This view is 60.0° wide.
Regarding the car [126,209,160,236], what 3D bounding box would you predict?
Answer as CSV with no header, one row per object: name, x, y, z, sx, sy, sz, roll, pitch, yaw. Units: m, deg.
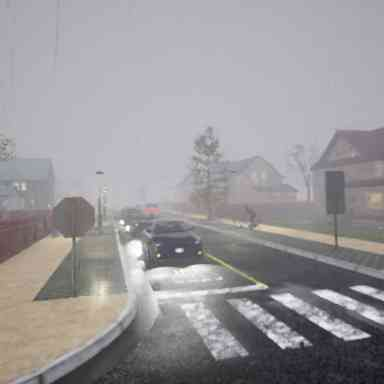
car,-3.143,2.091,22.238,1.895,1.301,4.718,-1,-1,-14

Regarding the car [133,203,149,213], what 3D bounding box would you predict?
car,-8.853,2.783,57.326,2.128,1.511,4.902,-1,-1,-14

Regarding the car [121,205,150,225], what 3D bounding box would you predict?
car,-5.425,2.278,31.438,1.994,1.385,4.181,-1,-1,-14

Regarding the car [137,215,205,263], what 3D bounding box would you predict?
car,-0.898,1.838,13.211,1.994,1.385,4.181,-1,-1,-14

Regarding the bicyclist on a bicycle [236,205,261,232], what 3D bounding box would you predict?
bicyclist on a bicycle,3.424,1.592,20.077,1.656,1.620,0.582,-1,-1,-14

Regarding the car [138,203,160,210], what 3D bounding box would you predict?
car,-5.589,2.309,44.247,2.097,1.767,4.553,-1,-1,-15
